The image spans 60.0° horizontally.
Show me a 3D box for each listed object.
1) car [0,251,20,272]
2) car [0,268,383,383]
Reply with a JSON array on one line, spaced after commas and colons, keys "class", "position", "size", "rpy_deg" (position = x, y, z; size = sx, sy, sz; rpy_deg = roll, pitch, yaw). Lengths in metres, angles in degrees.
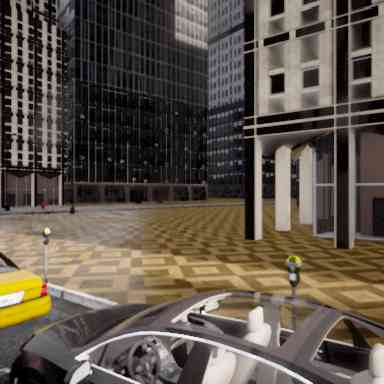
[{"class": "car", "position": [-4.541, 1.520, 6.118], "size": [4.829, 1.417, 1.752], "rpy_deg": [0, 0, 36]}, {"class": "car", "position": [0.213, 1.550, 2.725], "size": [4.403, 1.369, 2.008], "rpy_deg": [0, 0, 36]}]
